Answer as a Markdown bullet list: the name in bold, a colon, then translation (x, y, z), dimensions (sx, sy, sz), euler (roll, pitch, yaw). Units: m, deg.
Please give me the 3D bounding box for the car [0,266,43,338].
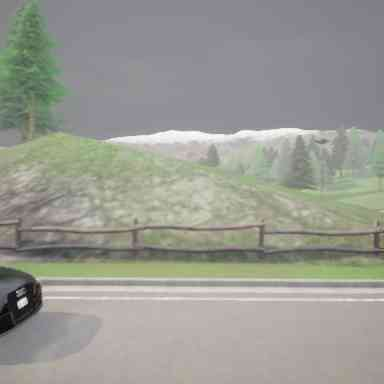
- **car**: translation (-4.676, 1.553, 5.268), dimensions (4.181, 1.385, 1.994), euler (1, 0, -1)
